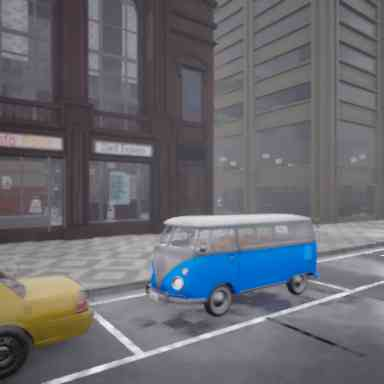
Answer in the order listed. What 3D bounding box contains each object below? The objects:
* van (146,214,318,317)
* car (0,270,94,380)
[{"bbox_3d":[1.024,1.389,7.276,3.998,1.788,1.690,1,-1,-35],"label":"van"},{"bbox_3d":[-3.694,1.517,3.909,4.829,1.417,1.752,1,-1,-35],"label":"car"}]
